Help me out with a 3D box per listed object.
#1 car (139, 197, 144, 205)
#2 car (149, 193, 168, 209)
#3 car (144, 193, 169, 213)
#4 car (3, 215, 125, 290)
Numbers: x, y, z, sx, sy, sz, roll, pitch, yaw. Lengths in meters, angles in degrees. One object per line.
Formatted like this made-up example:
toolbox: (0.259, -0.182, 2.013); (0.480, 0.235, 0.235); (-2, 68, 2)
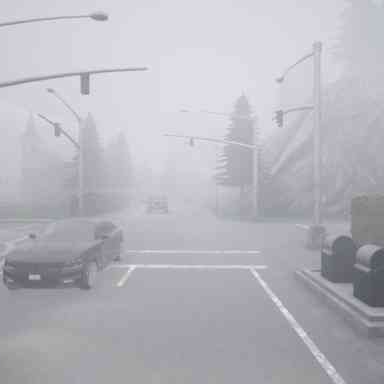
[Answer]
car: (-7.980, 1.564, 58.571); (1.994, 1.385, 4.181); (0, 0, -21)
car: (-4.895, 1.221, 47.903); (2.150, 2.045, 5.566); (0, 0, -12)
car: (-3.756, 1.221, 37.202); (2.150, 2.045, 5.566); (0, 0, -2)
car: (-3.211, 1.478, 9.328); (1.882, 1.535, 5.008); (1, 0, 0)
